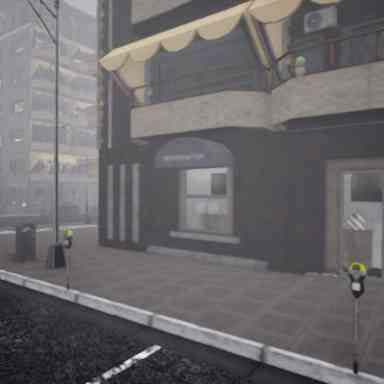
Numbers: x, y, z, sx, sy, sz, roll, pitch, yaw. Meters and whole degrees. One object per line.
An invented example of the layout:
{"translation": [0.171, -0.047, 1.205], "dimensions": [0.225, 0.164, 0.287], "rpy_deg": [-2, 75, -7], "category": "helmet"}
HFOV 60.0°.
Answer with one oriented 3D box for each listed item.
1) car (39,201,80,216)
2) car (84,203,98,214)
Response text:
{"translation": [-14.369, 1.742, 36.045], "dimensions": [1.967, 1.590, 4.097], "rpy_deg": [-1, -1, 35], "category": "car"}
{"translation": [-11.137, 1.984, 40.706], "dimensions": [1.802, 1.307, 4.206], "rpy_deg": [-1, -1, 35], "category": "car"}
